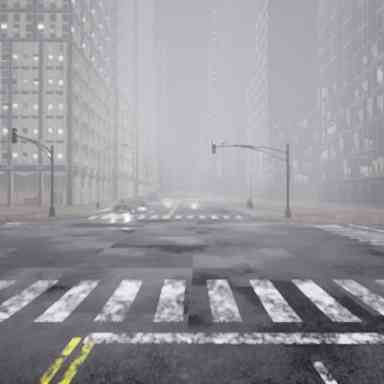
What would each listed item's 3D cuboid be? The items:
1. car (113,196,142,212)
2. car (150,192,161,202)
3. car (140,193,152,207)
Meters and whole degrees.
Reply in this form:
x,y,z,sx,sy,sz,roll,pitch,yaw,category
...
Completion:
x,y,z,sx,sy,sz,roll,pitch,yaw,category
-7.101,1.452,35.978,1.895,1.301,4.718,0,0,2,car
-7.500,0.932,66.235,2.150,2.045,5.566,0,0,-1,car
-7.265,1.292,46.821,2.128,1.511,4.902,0,1,-1,car
